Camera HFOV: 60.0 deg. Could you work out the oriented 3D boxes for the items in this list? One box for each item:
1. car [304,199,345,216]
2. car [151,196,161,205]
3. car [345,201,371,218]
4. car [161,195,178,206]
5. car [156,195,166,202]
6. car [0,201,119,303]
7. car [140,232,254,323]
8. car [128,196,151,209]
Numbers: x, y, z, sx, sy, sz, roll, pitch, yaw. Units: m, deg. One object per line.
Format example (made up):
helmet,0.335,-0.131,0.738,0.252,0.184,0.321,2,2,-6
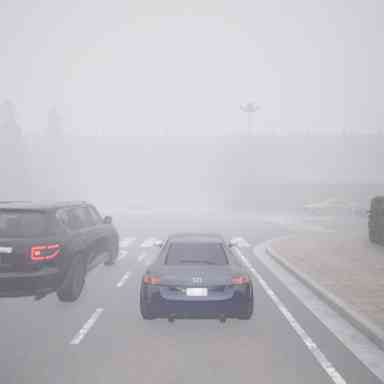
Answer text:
car,13.192,1.422,31.455,5.008,1.535,1.882,0,0,0
car,-7.067,1.600,59.706,1.895,1.301,4.718,0,0,0
car,15.989,1.436,27.959,4.902,1.511,2.128,0,0,0
car,-3.407,1.351,54.212,2.097,1.767,4.553,0,0,0
car,-7.007,1.524,74.753,1.812,1.442,4.674,0,0,0
car,-3.408,1.223,8.355,2.150,2.045,5.566,0,0,0
car,0.082,1.564,7.315,1.994,1.385,4.181,0,0,0
car,-7.095,1.352,44.246,2.097,1.767,4.553,0,0,0
